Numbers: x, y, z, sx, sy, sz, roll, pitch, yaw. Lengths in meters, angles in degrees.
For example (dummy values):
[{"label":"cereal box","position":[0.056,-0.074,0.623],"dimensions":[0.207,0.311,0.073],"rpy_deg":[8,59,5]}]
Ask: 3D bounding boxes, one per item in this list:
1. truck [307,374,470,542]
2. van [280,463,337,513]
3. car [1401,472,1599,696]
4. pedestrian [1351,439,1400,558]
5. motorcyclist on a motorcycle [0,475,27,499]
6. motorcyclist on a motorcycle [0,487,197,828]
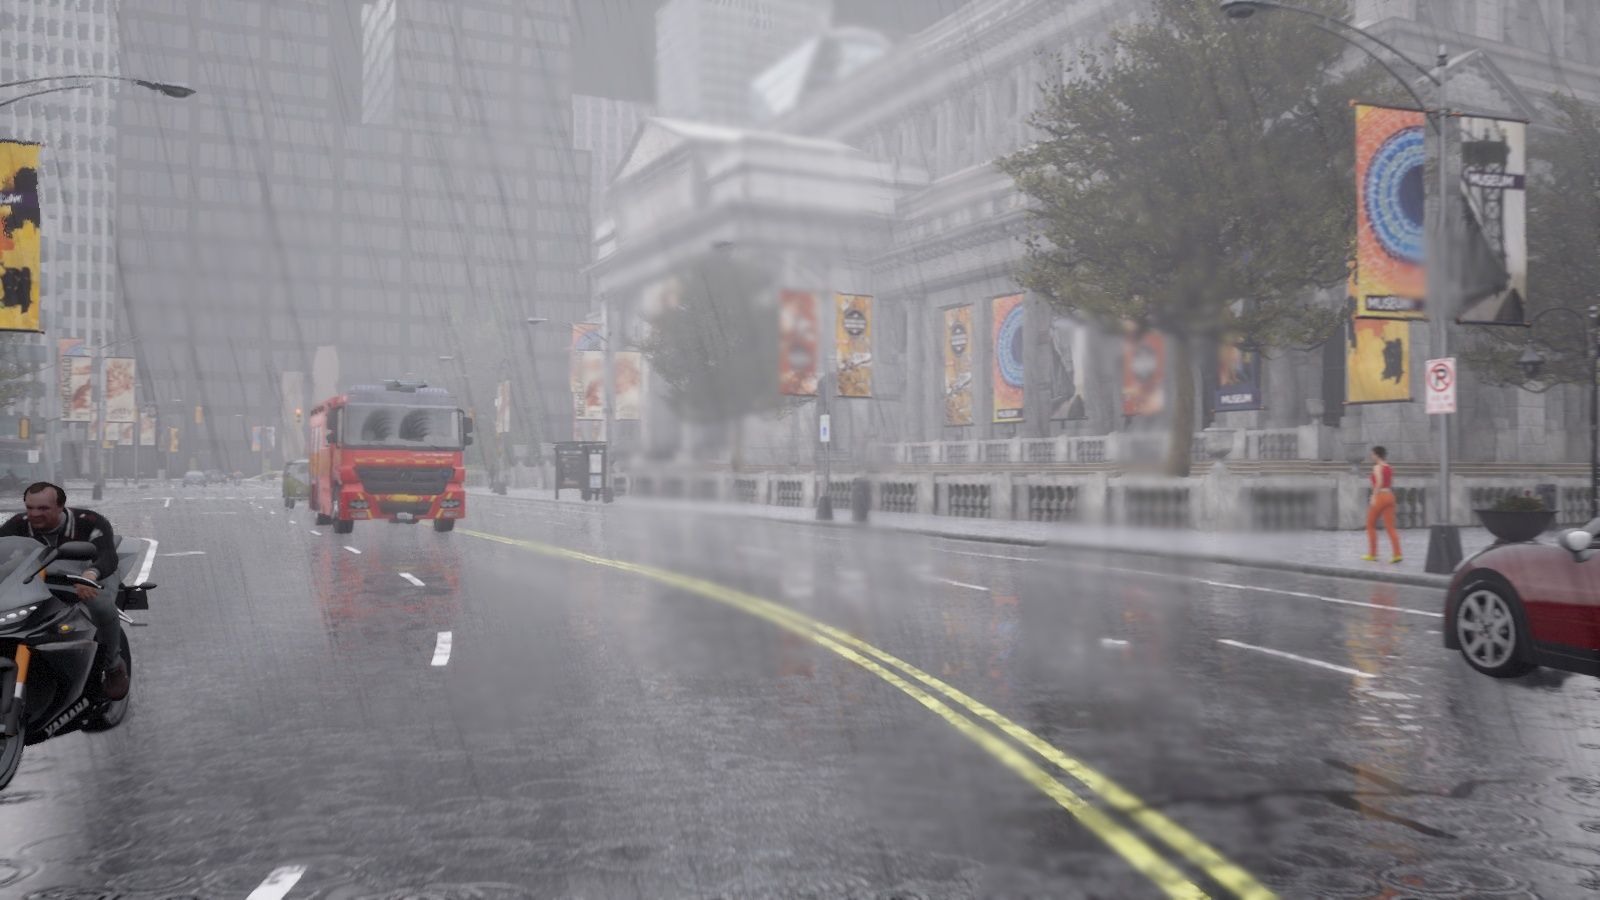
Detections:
[{"label":"truck","position":[-11.051,0.259,33.112],"dimensions":[2.891,3.827,8.468],"rpy_deg":[0,-1,-26]},{"label":"van","position":[-20.227,1.531,51.561],"dimensions":[1.775,1.987,4.442],"rpy_deg":[0,-1,-26]},{"label":"car","position":[6.254,0.895,8.694],"dimensions":[1.970,1.475,3.806],"rpy_deg":[0,-1,-8]},{"label":"pedestrian","position":[9.066,0.758,19.789],"dimensions":[0.345,1.836,0.594],"rpy_deg":[0,-1,-24]},{"label":"motorcyclist on a motorcycle","position":[-51.340,2.414,81.332],"dimensions":[2.044,1.523,0.797],"rpy_deg":[0,-1,-25]},{"label":"motorcyclist on a motorcycle","position":[-4.050,0.984,6.797],"dimensions":[0.866,1.530,2.191],"rpy_deg":[0,-1,-10]}]
